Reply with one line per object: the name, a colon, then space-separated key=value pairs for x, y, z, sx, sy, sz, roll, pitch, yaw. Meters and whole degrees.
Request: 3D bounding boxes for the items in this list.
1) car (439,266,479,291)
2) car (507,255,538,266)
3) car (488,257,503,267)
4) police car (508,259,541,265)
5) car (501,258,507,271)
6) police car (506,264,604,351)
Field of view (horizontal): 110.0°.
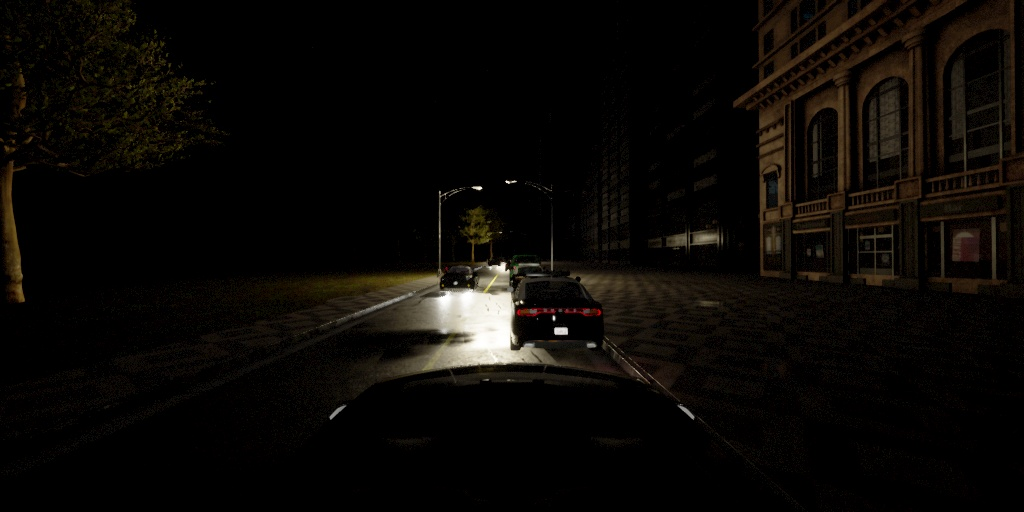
car: x=-3.100 y=1.306 z=21.721 sx=1.994 sy=1.385 sz=4.181 roll=0 pitch=0 yaw=0
car: x=0.897 y=0.963 z=25.076 sx=2.150 sy=2.045 sz=5.566 roll=0 pitch=0 yaw=0
car: x=-3.073 y=1.233 z=62.694 sx=1.994 sy=1.385 sz=4.181 roll=0 pitch=0 yaw=0
police car: x=0.900 y=1.170 z=19.156 sx=1.930 sy=1.638 sz=5.238 roll=0 pitch=0 yaw=0
car: x=0.022 y=1.252 z=46.607 sx=2.033 sy=1.411 sz=5.357 roll=0 pitch=0 yaw=1
police car: x=0.900 y=1.175 z=9.155 sx=1.930 sy=1.638 sz=5.238 roll=0 pitch=0 yaw=0
